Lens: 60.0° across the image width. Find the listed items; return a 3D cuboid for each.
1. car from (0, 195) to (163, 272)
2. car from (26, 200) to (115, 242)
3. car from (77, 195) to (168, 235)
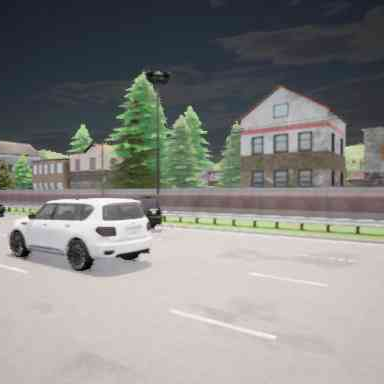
[{"bbox_3d":[-3.839,1.224,11.036,5.566,2.045,2.150,0,0,36],"label":"car"},{"bbox_3d":[-6.317,1.355,17.106,4.553,1.767,2.097,0,0,36],"label":"car"},{"bbox_3d":[-4.289,1.225,19.959,5.566,2.045,2.150,0,0,36],"label":"car"}]
